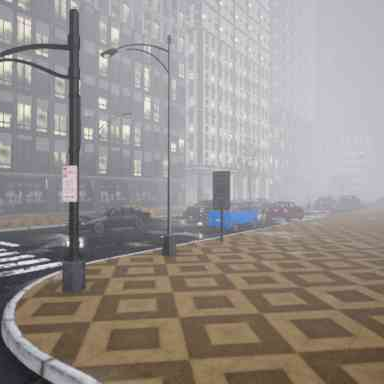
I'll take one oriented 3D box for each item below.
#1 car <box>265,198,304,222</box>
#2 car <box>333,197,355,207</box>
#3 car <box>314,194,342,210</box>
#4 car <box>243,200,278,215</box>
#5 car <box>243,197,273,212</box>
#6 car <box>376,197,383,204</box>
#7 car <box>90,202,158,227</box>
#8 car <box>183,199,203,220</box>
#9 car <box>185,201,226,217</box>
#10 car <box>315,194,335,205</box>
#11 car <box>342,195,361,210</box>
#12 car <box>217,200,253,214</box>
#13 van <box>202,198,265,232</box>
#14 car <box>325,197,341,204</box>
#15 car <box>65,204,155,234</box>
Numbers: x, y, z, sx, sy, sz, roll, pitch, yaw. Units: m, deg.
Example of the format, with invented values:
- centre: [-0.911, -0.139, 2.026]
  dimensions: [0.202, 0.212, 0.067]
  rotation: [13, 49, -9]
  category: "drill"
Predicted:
- centre: [7.570, 1.470, 26.883]
  dimensions: [1.967, 1.590, 4.097]
  rotation: [0, 0, 38]
  category: "car"
- centre: [23.987, 1.549, 52.287]
  dimensions: [2.128, 1.511, 4.902]
  rotation: [0, 0, 37]
  category: "car"
- centre: [17.940, 1.397, 44.424]
  dimensions: [2.097, 1.767, 4.553]
  rotation: [0, 0, 38]
  category: "car"
- centre: [7.307, 1.590, 35.406]
  dimensions: [1.994, 1.385, 4.181]
  rotation: [0, 0, 38]
  category: "car"
- centre: [8.103, 1.467, 40.508]
  dimensions: [1.967, 1.590, 4.097]
  rotation: [0, 0, 38]
  category: "car"
- centre: [38.082, 1.657, 66.585]
  dimensions: [1.947, 1.339, 4.313]
  rotation: [0, 0, 38]
  category: "car"
- centre: [-4.780, 1.535, 23.958]
  dimensions: [1.752, 1.417, 4.829]
  rotation: [0, 0, 38]
  category: "car"
- centre: [1.262, 1.371, 27.552]
  dimensions: [2.097, 1.767, 4.553]
  rotation: [0, 0, 38]
  category: "car"
- centre: [1.322, 1.599, 31.685]
  dimensions: [1.802, 1.307, 4.206]
  rotation: [0, 0, 38]
  category: "car"
- centre: [25.055, 1.377, 62.566]
  dimensions: [2.192, 1.841, 5.009]
  rotation: [0, 0, 38]
  category: "car"
- centre: [21.131, 1.366, 44.529]
  dimensions: [2.192, 1.841, 5.009]
  rotation: [0, 0, 38]
  category: "car"
- centre: [4.712, 1.566, 36.097]
  dimensions: [1.887, 1.381, 4.507]
  rotation: [0, 0, 38]
  category: "car"
- centre: [2.613, 1.365, 20.250]
  dimensions: [1.690, 1.788, 3.998]
  rotation: [0, 0, 38]
  category: "van"
- centre: [28.445, 1.621, 66.977]
  dimensions: [2.008, 1.369, 4.403]
  rotation: [0, 0, 38]
  category: "car"
- centre: [-4.711, 1.559, 19.788]
  dimensions: [2.033, 1.411, 5.357]
  rotation: [0, 0, 38]
  category: "car"
